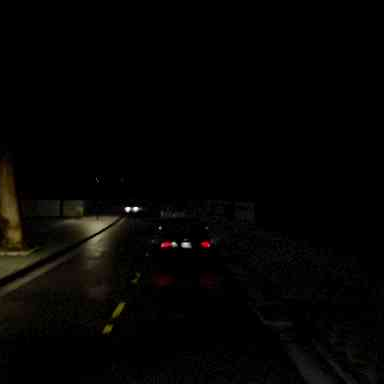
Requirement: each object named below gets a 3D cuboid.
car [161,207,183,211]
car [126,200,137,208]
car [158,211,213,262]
[{"bbox_3d":[-1.674,1.898,28.379,1.895,1.301,4.718,0,-1,-6],"label":"car"},{"bbox_3d":[-11.565,2.275,63.624,1.895,1.301,4.718,0,-1,-15],"label":"car"},{"bbox_3d":[-0.308,1.680,12.629,2.033,1.411,5.357,0,-1,-3],"label":"car"}]
